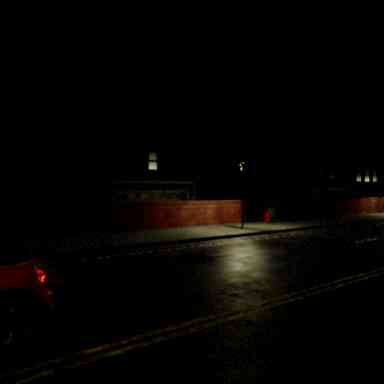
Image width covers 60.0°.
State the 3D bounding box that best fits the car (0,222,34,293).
[{"bbox_3d":[-6.471,1.550,7.054,5.357,1.411,2.033,0,0,-36],"label":"car"}]

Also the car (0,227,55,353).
[{"bbox_3d":[-4.416,1.354,4.528,4.553,1.767,2.097,0,0,-36],"label":"car"}]
